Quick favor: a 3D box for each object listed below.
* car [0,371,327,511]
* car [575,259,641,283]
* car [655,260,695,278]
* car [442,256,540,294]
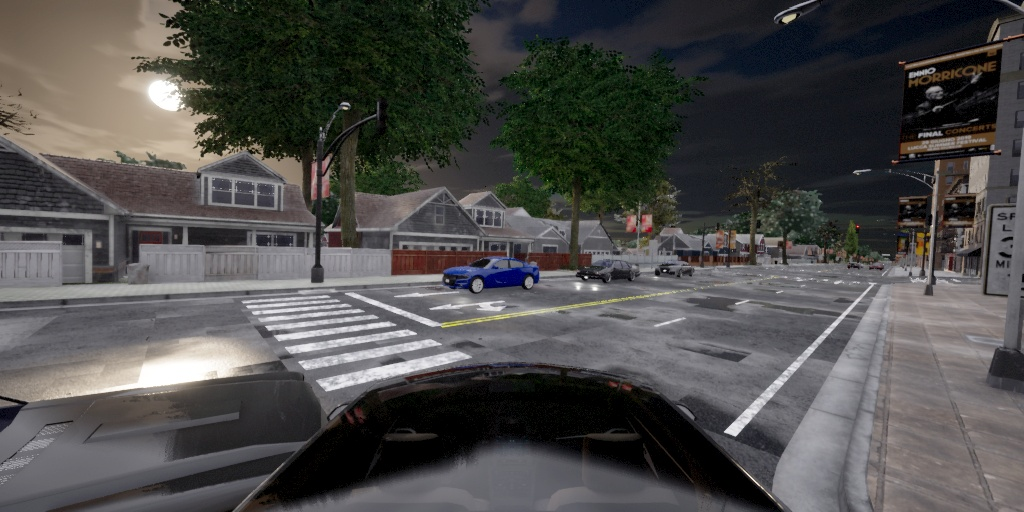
[{"bbox_3d":[-3.319,1.274,1.483,4.718,1.301,1.895,1,2,-33],"label":"car"},{"bbox_3d":[6.428,0.922,23.421,5.357,1.411,2.033,1,2,-43],"label":"car"},{"bbox_3d":[13.745,1.018,30.216,4.181,1.385,1.994,1,2,-43],"label":"car"},{"bbox_3d":[-0.857,0.776,16.627,5.008,1.535,1.882,1,3,-43],"label":"car"}]
